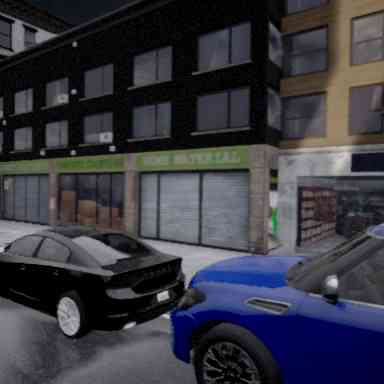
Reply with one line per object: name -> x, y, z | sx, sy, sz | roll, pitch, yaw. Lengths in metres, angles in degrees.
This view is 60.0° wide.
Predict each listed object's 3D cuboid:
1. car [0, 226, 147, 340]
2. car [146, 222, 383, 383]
car -> -2.454, 1.404, 6.524 | 5.008, 1.535, 1.882 | 1, 0, 36
car -> 2.401, 1.236, 3.043 | 5.566, 2.045, 2.150 | 1, 0, 36
